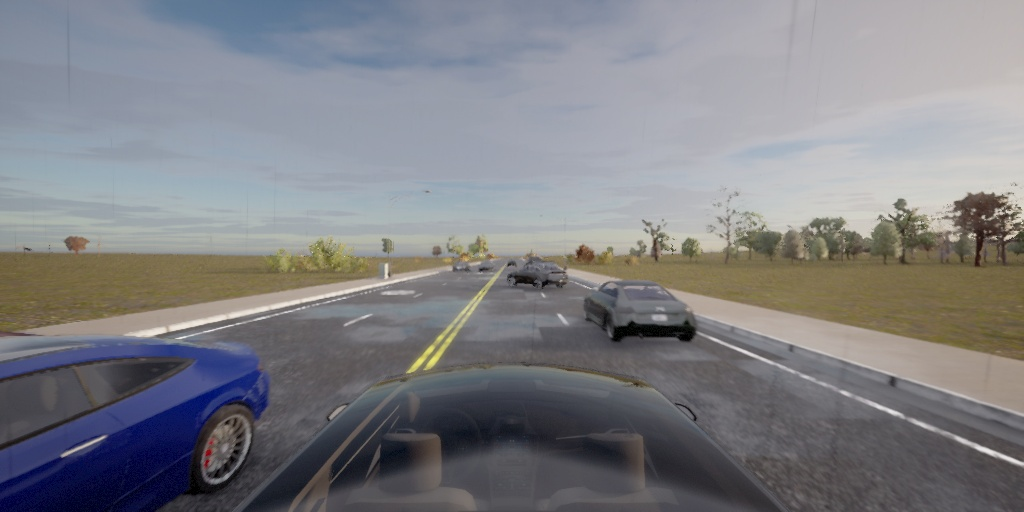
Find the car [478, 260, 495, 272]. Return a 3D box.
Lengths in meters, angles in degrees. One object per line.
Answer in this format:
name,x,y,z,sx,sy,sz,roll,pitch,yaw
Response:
car,-3.309,1.346,46.804,1.837,1.490,4.892,0,0,0

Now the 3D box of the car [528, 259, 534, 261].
car,3.248,1.340,42.910,1.837,1.490,4.892,0,0,0

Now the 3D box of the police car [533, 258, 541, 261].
police car,3.249,1.241,32.020,1.930,1.638,5.238,0,0,0

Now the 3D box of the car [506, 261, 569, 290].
car,1.546,1.289,23.232,2.128,1.511,4.902,0,0,-34

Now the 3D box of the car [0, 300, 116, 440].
car,-6.598,1.317,2.976,1.994,1.385,4.181,0,0,0

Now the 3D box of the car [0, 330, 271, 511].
car,-3.348,1.276,1.811,1.812,1.442,4.674,0,0,0

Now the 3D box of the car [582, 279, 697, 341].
car,3.250,1.332,9.910,1.994,1.385,4.181,0,0,0

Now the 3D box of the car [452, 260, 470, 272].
car,-6.560,1.333,46.825,2.128,1.511,4.902,0,0,0

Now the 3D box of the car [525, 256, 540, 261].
car,3.248,1.073,53.940,2.150,2.045,5.566,0,0,0
